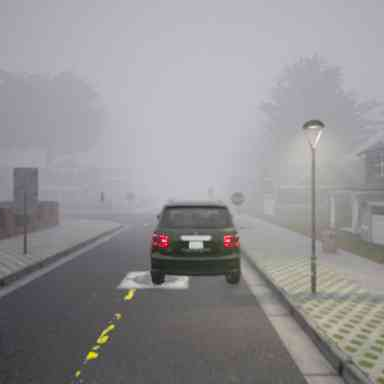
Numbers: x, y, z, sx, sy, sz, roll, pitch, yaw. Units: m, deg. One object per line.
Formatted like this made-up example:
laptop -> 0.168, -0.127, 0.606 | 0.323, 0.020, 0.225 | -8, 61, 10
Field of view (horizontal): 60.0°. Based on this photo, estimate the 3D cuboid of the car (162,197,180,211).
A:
car -> -2.841, 1.625, 46.152 | 2.097, 1.767, 4.553 | 0, 0, 0

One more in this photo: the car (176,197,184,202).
car -> -2.751, 1.717, 77.582 | 1.895, 1.301, 4.718 | 0, -1, 0

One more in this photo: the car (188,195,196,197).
car -> -0.001, 1.685, 73.056 | 2.150, 2.045, 5.566 | 0, -1, 0

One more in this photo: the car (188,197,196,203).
car -> 0.000, 1.892, 83.445 | 1.837, 1.490, 4.892 | 0, -1, 0

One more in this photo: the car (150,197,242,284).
car -> 0.095, 1.263, 9.794 | 2.150, 2.045, 5.566 | 0, -1, 0

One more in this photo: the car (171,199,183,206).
car -> -2.797, 1.947, 62.215 | 1.994, 1.385, 4.181 | 0, -1, 0

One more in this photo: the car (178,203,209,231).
car -> 0.104, 1.598, 22.587 | 1.882, 1.535, 5.008 | 0, 0, 0
